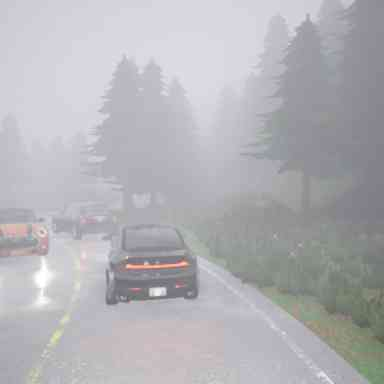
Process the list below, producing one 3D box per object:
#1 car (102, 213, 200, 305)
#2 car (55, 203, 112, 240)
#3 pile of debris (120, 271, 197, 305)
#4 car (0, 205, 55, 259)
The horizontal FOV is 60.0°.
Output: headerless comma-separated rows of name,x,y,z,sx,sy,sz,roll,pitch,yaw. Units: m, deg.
car,-1.110,1.500,8.195,1.837,1.490,4.892,0,0,-12
car,-5.709,1.344,17.414,2.097,1.767,4.553,0,0,-39
pile of debris,-0.853,2.172,7.706,1.500,0.140,1.860,0,0,-14
car,-6.726,1.345,12.435,2.097,1.767,4.553,0,0,-32
